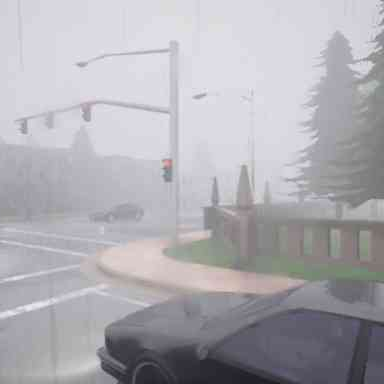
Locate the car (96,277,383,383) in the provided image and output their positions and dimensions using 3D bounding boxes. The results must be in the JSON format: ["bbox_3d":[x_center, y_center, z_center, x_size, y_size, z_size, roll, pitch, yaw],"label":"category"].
[{"bbox_3d":[1.457,1.549,2.879,5.357,1.411,2.033,0,0,39],"label":"car"}]

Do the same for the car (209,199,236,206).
[{"bbox_3d":[3.738,1.617,40.075,1.812,1.442,4.674,0,0,36],"label":"car"}]

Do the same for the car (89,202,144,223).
[{"bbox_3d":[-5.945,1.595,26.623,1.837,1.490,4.892,0,0,35],"label":"car"}]
